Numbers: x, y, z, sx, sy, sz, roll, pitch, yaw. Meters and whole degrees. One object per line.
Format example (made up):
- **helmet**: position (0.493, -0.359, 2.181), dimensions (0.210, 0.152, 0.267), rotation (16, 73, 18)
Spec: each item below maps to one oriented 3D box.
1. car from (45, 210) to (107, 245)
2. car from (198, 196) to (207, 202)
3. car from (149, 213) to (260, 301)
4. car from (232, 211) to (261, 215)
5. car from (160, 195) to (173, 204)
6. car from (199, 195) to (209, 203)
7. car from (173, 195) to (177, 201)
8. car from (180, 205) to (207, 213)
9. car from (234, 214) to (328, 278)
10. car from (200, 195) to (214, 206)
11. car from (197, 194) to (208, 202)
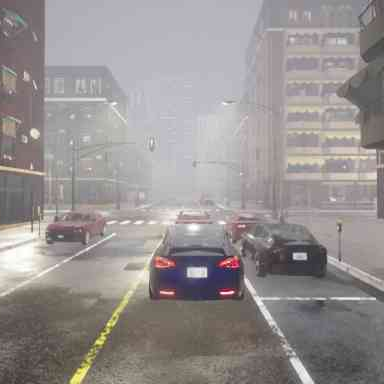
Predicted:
- **car**: position (-5.282, 1.550, 15.638), dimensions (1.887, 1.381, 4.507), rotation (1, 0, 0)
- **car**: position (2.528, 1.635, 82.175), dimensions (1.947, 1.339, 4.313), rotation (1, 0, 0)
- **car**: position (0.096, 1.506, 8.381), dimensions (2.163, 1.488, 4.792), rotation (0, 0, 0)
- **car**: position (2.565, 1.550, 15.670), dimensions (1.887, 1.381, 4.507), rotation (1, 0, 0)
- **car**: position (-5.359, 1.597, 65.090), dimensions (2.008, 1.369, 4.403), rotation (1, 0, 0)
- **car**: position (2.535, 1.494, 70.795), dimensions (1.967, 1.590, 4.097), rotation (1, 0, 0)
- **car**: position (-5.355, 1.624, 87.848), dimensions (1.887, 1.381, 4.507), rotation (1, 0, 0)
- **car**: position (0.084, 1.607, 18.104), dimensions (1.895, 1.301, 4.718), rotation (0, 0, 0)
- **car**: position (2.568, 1.569, 9.999), dimensions (1.947, 1.339, 4.313), rotation (1, 0, 0)
- **car**: position (2.673, 1.577, 53.726), dimensions (1.887, 1.381, 4.507), rotation (1, 0, 0)
- **car**: position (2.573, 1.359, 63.672), dimensions (2.192, 1.841, 5.009), rotation (1, 0, 0)
